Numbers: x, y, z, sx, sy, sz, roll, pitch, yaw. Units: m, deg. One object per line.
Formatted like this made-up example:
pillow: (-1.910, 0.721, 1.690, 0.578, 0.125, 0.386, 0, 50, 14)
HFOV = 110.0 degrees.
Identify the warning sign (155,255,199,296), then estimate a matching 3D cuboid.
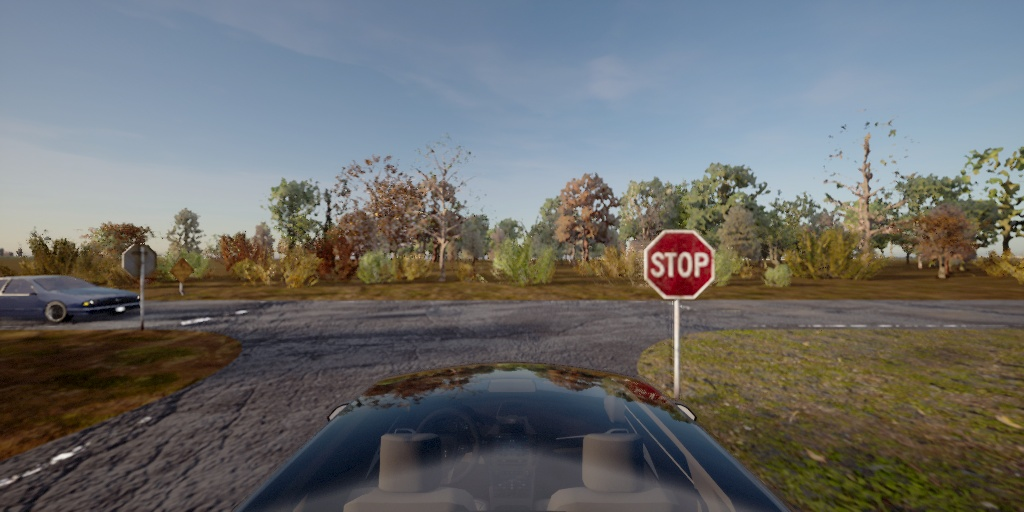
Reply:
warning sign: (-16.221, 0.990, 17.581, 1.060, 1.860, 1.300, 0, 0, 0)

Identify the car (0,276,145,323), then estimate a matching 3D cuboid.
car: (-15.576, 1.365, 11.838, 5.357, 1.411, 2.033, 0, -1, 0)
